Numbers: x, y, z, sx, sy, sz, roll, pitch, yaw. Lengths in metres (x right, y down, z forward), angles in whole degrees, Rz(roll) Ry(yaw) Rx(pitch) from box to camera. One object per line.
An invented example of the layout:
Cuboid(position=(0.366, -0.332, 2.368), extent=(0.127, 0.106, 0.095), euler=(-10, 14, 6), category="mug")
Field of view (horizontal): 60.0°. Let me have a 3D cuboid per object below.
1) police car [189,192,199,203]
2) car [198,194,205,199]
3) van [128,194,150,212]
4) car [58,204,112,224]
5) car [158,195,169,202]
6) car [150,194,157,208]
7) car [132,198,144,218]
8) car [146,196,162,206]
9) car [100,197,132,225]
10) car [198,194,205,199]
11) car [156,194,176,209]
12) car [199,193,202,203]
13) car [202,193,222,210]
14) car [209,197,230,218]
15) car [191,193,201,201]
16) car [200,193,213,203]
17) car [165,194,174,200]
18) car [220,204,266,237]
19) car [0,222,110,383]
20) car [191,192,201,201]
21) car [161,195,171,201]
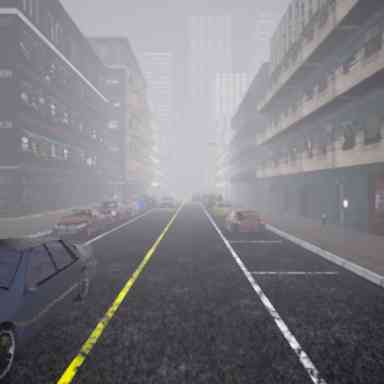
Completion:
Cuboid(position=(0.781, 1.193, 61.713), extent=(1.930, 1.638, 5.238), euler=(0, 0, 0), category="police car")
Cuboid(position=(2.655, 1.209, 95.579), extent=(1.947, 1.339, 4.313), euler=(-1, 0, 0), category="car")
Cuboid(position=(-5.679, 1.212, 33.982), extent=(1.690, 1.788, 3.998), euler=(-1, 0, 0), category="van")
Cuboid(position=(-5.671, 1.516, 17.178), extent=(1.802, 1.307, 4.206), euler=(-1, 0, 0), category="car")
Cuboid(position=(-5.718, 1.327, 67.596), extent=(1.802, 1.307, 4.206), euler=(-1, 0, 0), category="car")
Cuboid(position=(-5.705, 1.144, 45.186), extent=(2.192, 1.841, 5.009), euler=(-1, 0, 0), category="car")
Cuboid(position=(-5.675, 1.442, 28.381), extent=(2.008, 1.369, 4.403), euler=(-1, 0, 0), category="car")
Cuboid(position=(-5.721, 1.358, 50.790), extent=(2.008, 1.369, 4.403), euler=(-1, 0, 0), category="car")
Cuboid(position=(-5.675, 1.353, 22.779), extent=(1.967, 1.590, 4.097), euler=(-1, 0, 0), category="car")
Cuboid(position=(2.656, 1.188, 90.147), extent=(1.752, 1.417, 4.829), euler=(-1, 0, 0), category="car")
Cuboid(position=(-3.099, 1.381, 43.647), extent=(2.033, 1.411, 5.357), euler=(0, 0, 0), category="car")
Cuboid(position=(2.663, 1.123, 50.762), extent=(2.192, 1.841, 5.009), euler=(-1, 0, 0), category="car")
Cuboid(position=(2.666, 1.165, 39.558), extent=(2.192, 1.841, 5.009), euler=(-1, 0, 0), category="car")
Cuboid(position=(2.672, 1.417, 28.525), extent=(1.752, 1.417, 4.829), euler=(-1, 0, 0), category="car")
Cuboid(position=(0.880, 1.082, 71.567), extent=(2.097, 1.767, 4.553), euler=(0, 0, 0), category="car")
Cuboid(position=(2.661, 1.081, 61.966), extent=(2.192, 1.841, 5.009), euler=(-1, 0, 0), category="car")
Cuboid(position=(-5.722, 1.234, 84.402), extent=(2.008, 1.369, 4.403), euler=(-1, 0, 0), category="car")
Cuboid(position=(2.676, 1.516, 17.151), extent=(1.802, 1.307, 4.206), euler=(-1, 0, 0), category="car")
Cuboid(position=(-3.096, 1.526, 5.508), extent=(2.033, 1.411, 5.357), euler=(0, 0, 0), category="car")
Cuboid(position=(0.880, 0.933, 77.627), extent=(2.150, 2.045, 5.566), euler=(0, 0, 0), category="car")
Cuboid(position=(-5.719, 1.307, 73.198), extent=(1.802, 1.307, 4.206), euler=(-1, 0, 0), category="car")
